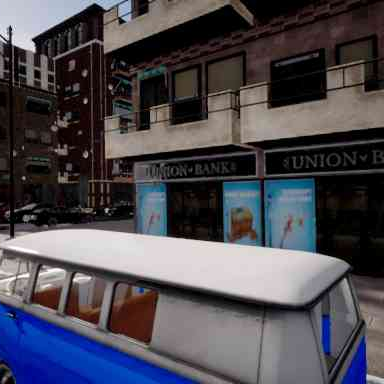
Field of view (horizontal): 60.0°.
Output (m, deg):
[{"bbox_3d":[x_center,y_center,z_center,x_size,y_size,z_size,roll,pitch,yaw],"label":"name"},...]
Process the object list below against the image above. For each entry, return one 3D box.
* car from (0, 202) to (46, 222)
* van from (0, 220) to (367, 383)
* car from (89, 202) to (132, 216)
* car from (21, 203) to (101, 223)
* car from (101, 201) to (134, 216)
[{"bbox_3d":[-12.462,1.634,26.961,1.837,1.490,4.892,-1,-1,36],"label":"car"},{"bbox_3d":[-0.491,1.342,3.200,3.998,1.788,1.690,0,-1,35],"label":"van"},{"bbox_3d":[-8.798,1.797,36.389,1.947,1.339,4.313,-2,-1,36],"label":"car"},{"bbox_3d":[-8.667,1.583,22.338,1.947,1.339,4.313,-2,-1,36],"label":"car"},{"bbox_3d":[-6.918,1.674,34.563,2.128,1.511,4.902,-1,-1,36],"label":"car"}]
